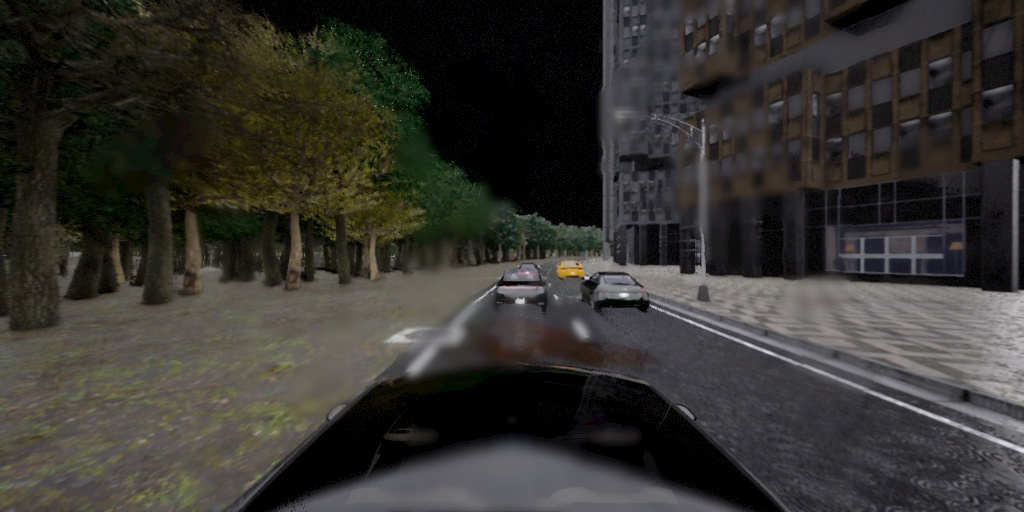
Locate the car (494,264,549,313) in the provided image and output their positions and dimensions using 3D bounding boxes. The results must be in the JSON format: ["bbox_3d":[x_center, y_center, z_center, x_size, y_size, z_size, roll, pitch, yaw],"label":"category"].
[{"bbox_3d":[0.379,1.222,13.768,2.128,1.511,4.902,0,0,2],"label":"car"}]

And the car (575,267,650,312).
[{"bbox_3d":[3.904,1.297,14.234,1.994,1.385,4.181,0,0,2],"label":"car"}]

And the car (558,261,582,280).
[{"bbox_3d":[4.941,1.171,30.389,1.882,1.535,5.008,0,0,5],"label":"car"}]
